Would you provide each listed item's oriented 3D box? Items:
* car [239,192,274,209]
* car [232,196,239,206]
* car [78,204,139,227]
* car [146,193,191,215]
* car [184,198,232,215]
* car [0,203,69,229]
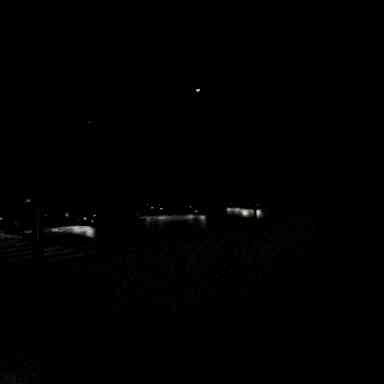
[{"bbox_3d":[8.617,1.045,42.604,2.150,2.045,5.566,0,1,35],"label":"car"},{"bbox_3d":[6.585,1.325,45.354,2.128,1.511,4.902,0,0,36],"label":"car"},{"bbox_3d":[-5.595,1.499,22.605,1.994,1.385,4.181,0,0,35],"label":"car"},{"bbox_3d":[-2.090,1.120,33.167,2.150,2.045,5.566,0,0,36],"label":"car"},{"bbox_3d":[1.667,1.483,32.850,1.895,1.301,4.718,0,0,35],"label":"car"},{"bbox_3d":[-10.372,1.461,21.482,1.837,1.490,4.892,0,0,35],"label":"car"}]
